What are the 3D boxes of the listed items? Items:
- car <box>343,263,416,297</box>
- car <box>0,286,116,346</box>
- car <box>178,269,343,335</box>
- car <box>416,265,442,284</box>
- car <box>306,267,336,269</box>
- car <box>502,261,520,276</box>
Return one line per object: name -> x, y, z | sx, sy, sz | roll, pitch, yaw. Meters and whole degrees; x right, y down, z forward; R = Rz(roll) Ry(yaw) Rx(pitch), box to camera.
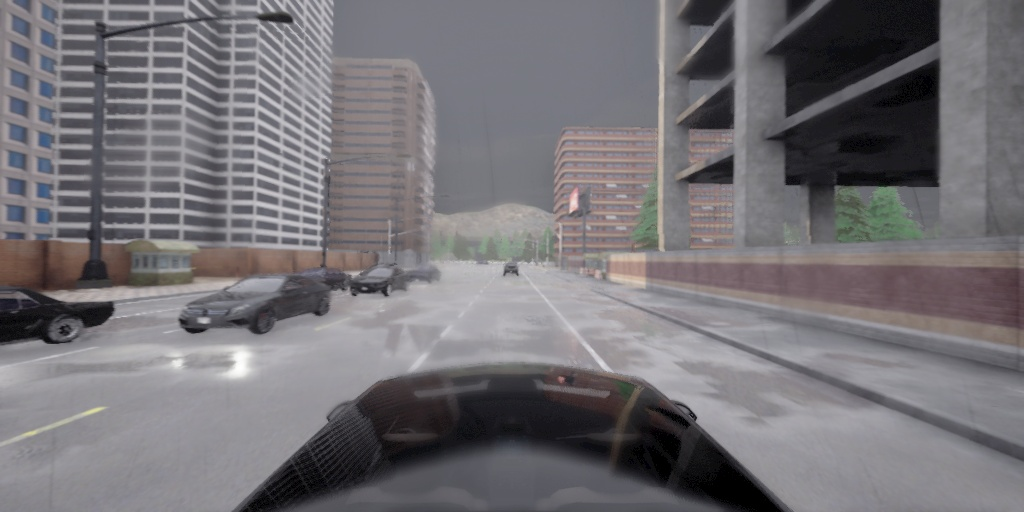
car -> -7.047, 1.306, 19.631 | 1.882, 1.535, 5.008 | 1, -1, 0
car -> -10.607, 1.247, 6.467 | 1.895, 1.301, 4.718 | 1, -1, 0
car -> -7.109, 1.257, 10.600 | 1.812, 1.442, 4.674 | 1, -1, 0
car -> -7.100, 1.447, 29.502 | 2.033, 1.411, 5.357 | 1, 0, 0
car -> -10.547, 1.333, 19.620 | 2.033, 1.411, 5.357 | 1, -1, 0
car -> -0.124, 1.638, 44.903 | 1.837, 1.490, 4.892 | 1, -1, 0
